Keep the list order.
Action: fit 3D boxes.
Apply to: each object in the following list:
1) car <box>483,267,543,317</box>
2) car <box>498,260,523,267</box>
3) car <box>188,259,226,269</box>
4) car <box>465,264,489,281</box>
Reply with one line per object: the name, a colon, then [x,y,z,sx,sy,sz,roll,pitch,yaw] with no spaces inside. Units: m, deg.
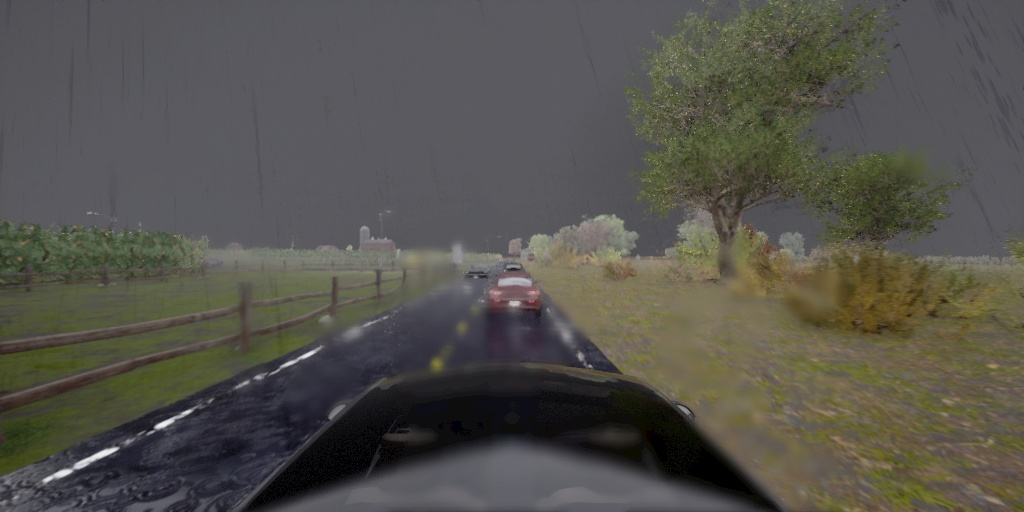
car: [0.101,1.284,13.112,1.812,1.442,4.674,0,0,0]
car: [0.105,1.277,27.179,1.837,1.490,4.892,0,0,0]
car: [-42.024,1.076,49.328,4.181,1.385,1.994,0,1,-1]
car: [-2.810,1.378,30.582,1.895,1.301,4.718,0,0,0]
